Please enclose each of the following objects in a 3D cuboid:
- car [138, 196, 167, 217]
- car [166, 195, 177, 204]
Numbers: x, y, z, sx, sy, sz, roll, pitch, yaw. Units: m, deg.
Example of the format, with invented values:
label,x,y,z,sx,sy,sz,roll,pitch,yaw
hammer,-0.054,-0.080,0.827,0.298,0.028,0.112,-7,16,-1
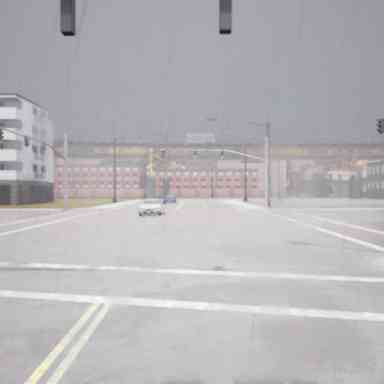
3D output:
label,x,y,z,sx,sy,sz,roll,pitch,yaw
car,-3.469,1.311,28.927,1.812,1.442,4.674,0,0,0
car,-3.545,1.154,54.123,1.812,1.442,4.674,0,0,-1
